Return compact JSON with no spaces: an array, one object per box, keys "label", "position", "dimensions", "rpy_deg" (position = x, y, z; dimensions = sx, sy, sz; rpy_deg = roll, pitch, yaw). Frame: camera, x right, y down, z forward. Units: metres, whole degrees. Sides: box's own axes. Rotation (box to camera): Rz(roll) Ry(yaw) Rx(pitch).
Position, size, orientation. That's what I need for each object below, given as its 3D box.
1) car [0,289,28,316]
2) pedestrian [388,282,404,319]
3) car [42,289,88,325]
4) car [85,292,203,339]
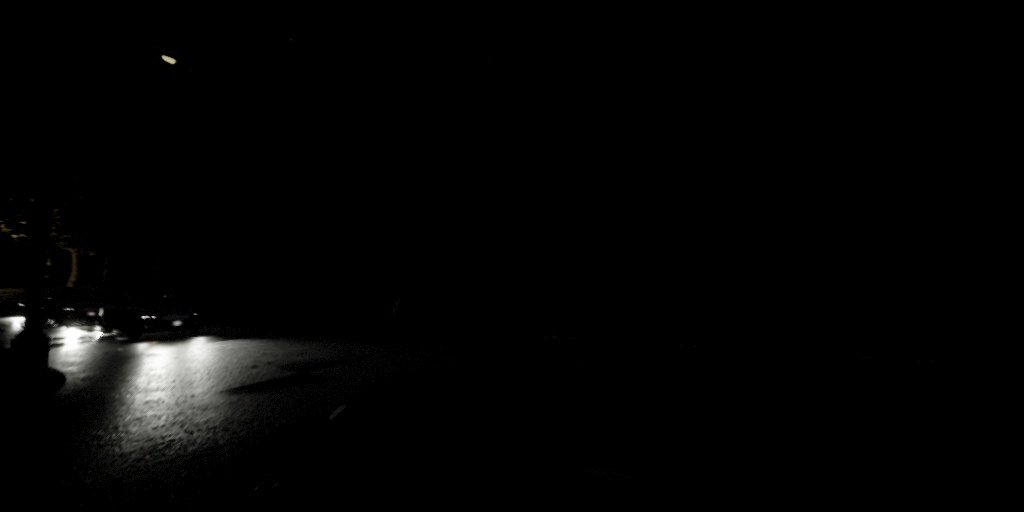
[{"label":"car","position":[-31.062,3.038,23.176],"dimensions":[4.674,1.442,1.812],"rpy_deg":[-3,-5,29]},{"label":"pedestrian","position":[-5.499,2.121,17.106],"dimensions":[0.375,1.860,0.375],"rpy_deg":[-2,-3,29]},{"label":"car","position":[-22.042,2.582,18.175],"dimensions":[4.902,1.511,2.128],"rpy_deg":[-3,-5,29]},{"label":"car","position":[-13.612,2.158,13.503],"dimensions":[4.902,1.511,2.128],"rpy_deg":[-3,-5,29]}]
